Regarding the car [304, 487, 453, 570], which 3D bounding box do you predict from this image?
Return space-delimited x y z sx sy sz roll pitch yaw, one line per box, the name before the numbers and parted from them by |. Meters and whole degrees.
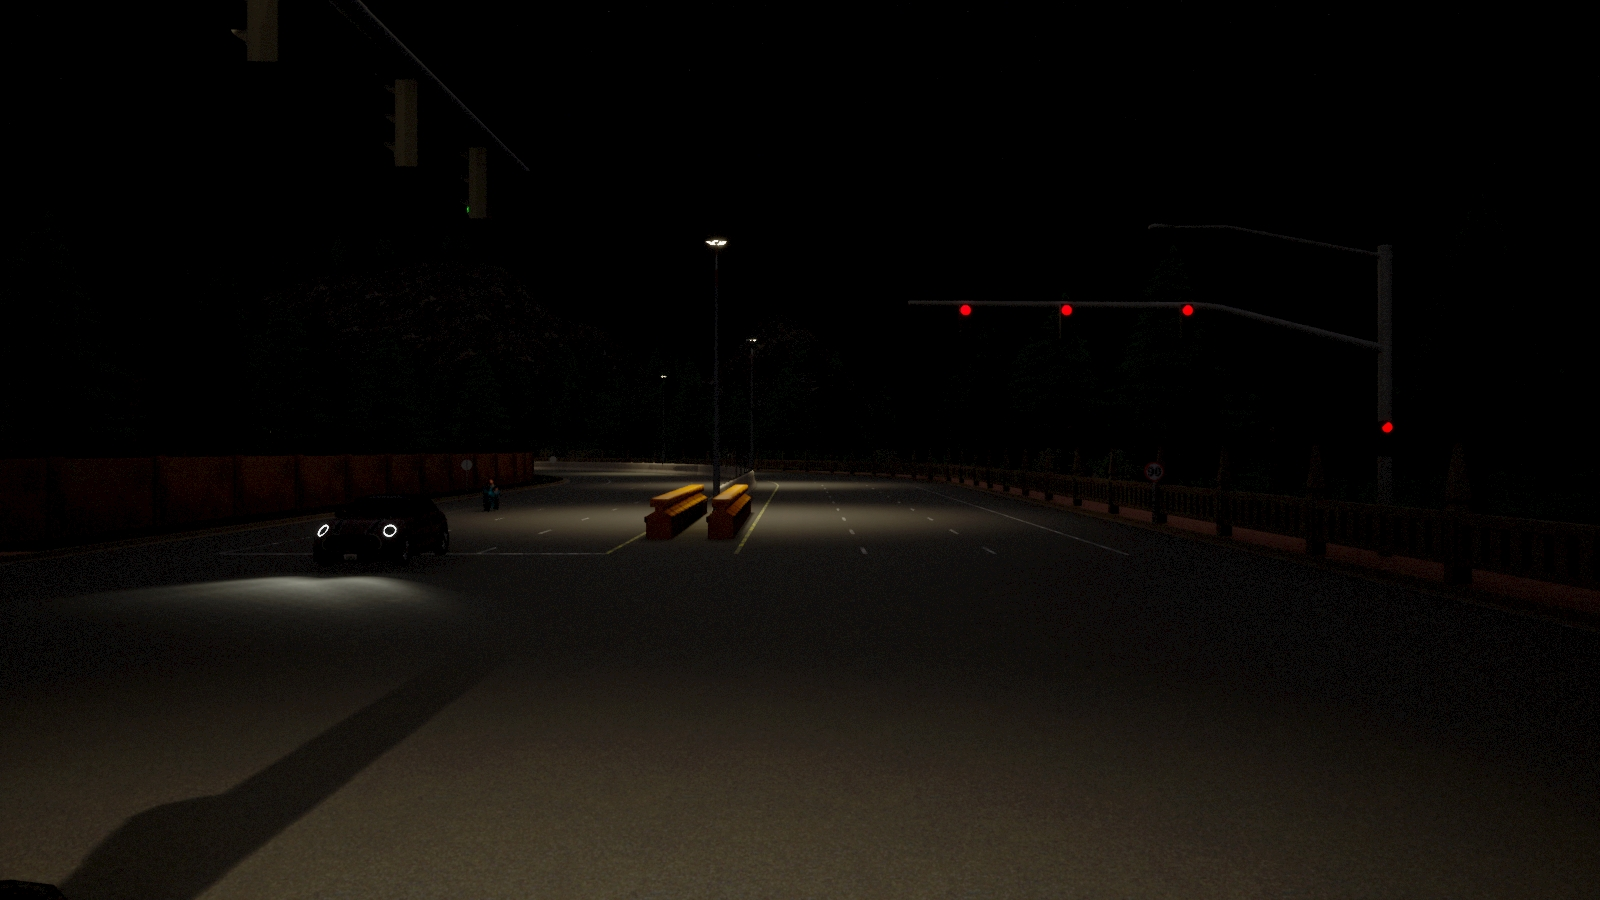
car | -10.504 1.906 28.861 2.097 1.767 4.553 0 0 0
